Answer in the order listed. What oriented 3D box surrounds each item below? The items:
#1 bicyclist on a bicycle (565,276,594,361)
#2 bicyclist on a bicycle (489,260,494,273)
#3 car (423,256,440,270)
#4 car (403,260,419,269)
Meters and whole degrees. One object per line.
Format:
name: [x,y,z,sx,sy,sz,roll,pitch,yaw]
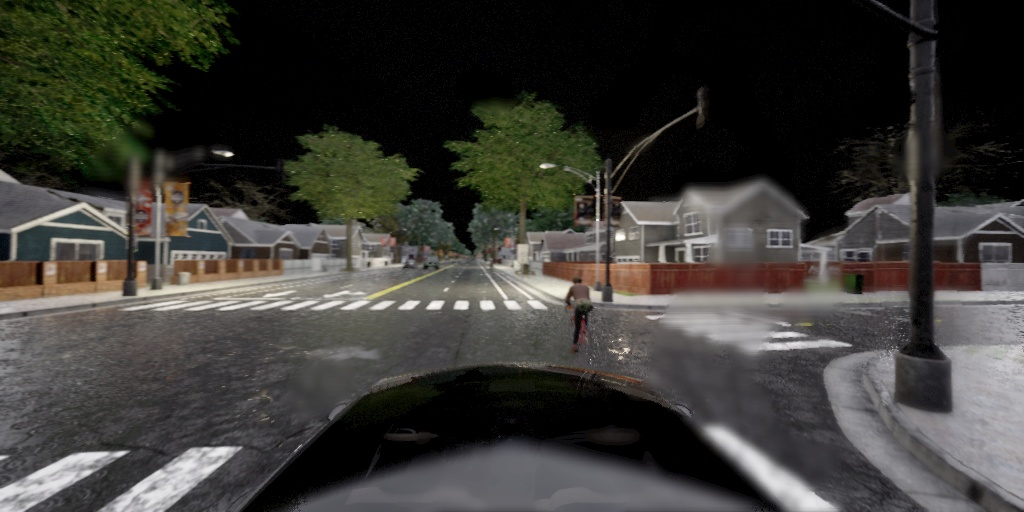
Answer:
bicyclist on a bicycle: [1.410,1.248,7.540,0.582,1.620,1.656,0,0,-6]
bicyclist on a bicycle: [-2.590,1.376,45.324,0.582,1.620,1.656,1,-1,-6]
car: [-12.549,1.068,56.301,2.150,2.045,5.566,1,0,-6]
car: [-15.787,1.310,55.986,1.837,1.490,4.892,1,0,-6]
